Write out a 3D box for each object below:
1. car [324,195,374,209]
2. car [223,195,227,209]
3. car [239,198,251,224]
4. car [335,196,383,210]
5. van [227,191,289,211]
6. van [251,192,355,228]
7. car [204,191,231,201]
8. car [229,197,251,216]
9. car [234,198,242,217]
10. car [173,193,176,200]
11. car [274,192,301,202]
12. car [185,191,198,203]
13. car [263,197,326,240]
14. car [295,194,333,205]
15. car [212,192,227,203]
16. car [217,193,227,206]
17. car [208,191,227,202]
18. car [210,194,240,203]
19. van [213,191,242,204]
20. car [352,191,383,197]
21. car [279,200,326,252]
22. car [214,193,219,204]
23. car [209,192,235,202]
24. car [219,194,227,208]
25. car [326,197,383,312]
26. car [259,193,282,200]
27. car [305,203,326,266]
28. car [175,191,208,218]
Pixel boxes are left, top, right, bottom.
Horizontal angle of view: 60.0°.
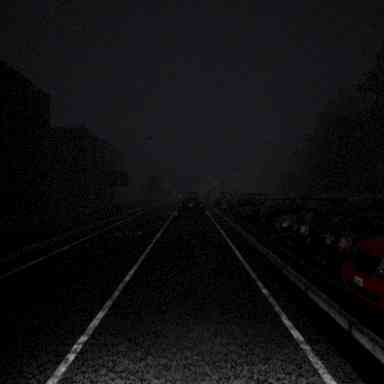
[{"bbox_3d":[18.643,1.189,39.591,5.008,1.535,2.097,0,0,0],"label":"car"},{"bbox_3d":[5.621,1.277,30.962,4.792,1.488,2.163,0,0,0],"label":"car"},{"bbox_3d":[5.616,1.331,19.748,5.008,1.535,2.097,0,0,0],"label":"car"},{"bbox_3d":[18.653,1.245,36.931,4.674,1.452,2.002,0,0,0],"label":"car"},{"bbox_3d":[5.482,1.042,28.156,4.442,1.987,1.878,0,0,0],"label":"van"},{"bbox_3d":[5.512,1.126,16.943,4.442,1.987,1.878,0,0,0],"label":"van"},{"bbox_3d":[5.530,0.817,73.005,5.566,2.045,2.435,0,0,0],"label":"car"},{"bbox_3d":[5.578,1.318,25.355,4.792,1.488,2.163,0,0,0],"label":"car"},{"bbox_3d":[5.585,1.339,22.552,4.792,1.488,2.163,0,0,0],"label":"car"},{"bbox_3d":[-3.349,1.008,76.367,1.837,1.490,4.892,0,0,0],"label":"car"},{"bbox_3d":[18.559,0.954,64.654,4.553,1.767,2.185,0,0,0],"label":"car"},{"bbox_3d":[-0.073,0.782,56.458,2.150,2.045,5.566,0,0,0],"label":"car"},{"bbox_3d":[5.667,1.247,14.141,4.553,1.767,2.185,0,0,0],"label":"car"},{"bbox_3d":[18.614,1.135,50.731,5.008,1.535,2.097,0,0,0],"label":"car"},{"bbox_3d":[5.550,1.161,44.970,4.892,1.521,2.231,0,0,0],"label":"car"},{"bbox_3d":[5.572,1.206,36.564,5.008,1.535,2.097,0,0,0],"label":"car"},{"bbox_3d":[5.576,0.896,47.776,5.566,2.045,2.435,0,0,0],"label":"car"},{"bbox_3d":[5.521,1.113,56.187,4.892,1.521,2.231,0,0,0],"label":"car"},{"bbox_3d":[5.649,0.898,53.384,4.442,1.987,1.878,0,0,0],"label":"van"},{"bbox_3d":[18.642,0.993,31.359,5.566,2.045,2.435,0,0,0],"label":"car"},{"bbox_3d":[5.612,1.268,11.338,4.553,1.767,2.185,0,0,0],"label":"car"},{"bbox_3d":[5.533,1.203,42.172,4.792,1.488,2.163,0,0,0],"label":"car"},{"bbox_3d":[5.483,0.963,61.794,4.553,1.767,2.185,0,0,0],"label":"car"},{"bbox_3d":[5.770,1.223,33.765,5.366,1.575,1.946,0,0,0],"label":"car"},{"bbox_3d":[5.630,1.184,5.731,5.566,2.045,2.435,0,0,0],"label":"car"},{"bbox_3d":[18.572,1.077,78.578,5.008,1.535,2.097,0,0,0],"label":"car"},{"bbox_3d":[5.620,1.289,8.535,4.553,1.767,2.185,0,0,0],"label":"car"},{"bbox_3d":[-0.037,1.072,27.882,2.097,1.767,4.553,0,0,0],"label":"car"}]
